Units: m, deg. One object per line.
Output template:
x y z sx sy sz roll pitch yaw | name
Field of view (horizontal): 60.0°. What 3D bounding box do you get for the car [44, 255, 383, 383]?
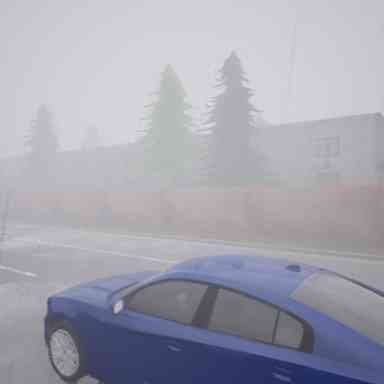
0.327 1.485 3.754 5.008 1.535 1.882 0 0 36 | car
